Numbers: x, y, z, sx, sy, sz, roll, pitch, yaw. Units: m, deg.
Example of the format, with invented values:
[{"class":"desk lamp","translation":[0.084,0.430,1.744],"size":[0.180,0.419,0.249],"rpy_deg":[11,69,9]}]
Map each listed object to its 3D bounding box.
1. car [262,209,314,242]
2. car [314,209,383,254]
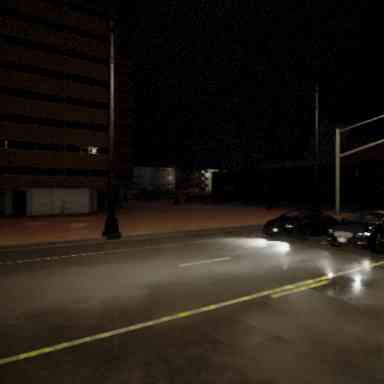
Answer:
[{"class":"car","translation":[5.437,1.550,16.369],"size":[4.181,1.385,1.994],"rpy_deg":[0,0,-35]},{"class":"car","translation":[7.462,1.478,13.512],"size":[4.902,1.511,2.128],"rpy_deg":[0,0,-35]}]
